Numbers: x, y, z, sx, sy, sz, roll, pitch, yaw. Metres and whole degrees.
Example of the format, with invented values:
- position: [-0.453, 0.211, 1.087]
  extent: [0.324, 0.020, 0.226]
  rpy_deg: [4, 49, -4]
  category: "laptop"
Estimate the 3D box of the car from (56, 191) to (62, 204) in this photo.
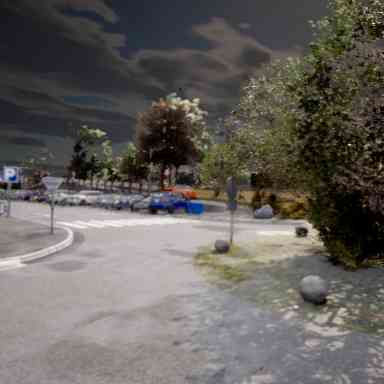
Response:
- position: [-16.291, 1.118, 47.390]
  extent: [2.163, 1.488, 4.792]
  rpy_deg: [2, -1, 27]
  category: "car"

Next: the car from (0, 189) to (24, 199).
- position: [-40.874, 0.485, 74.037]
  extent: [2.435, 2.045, 5.566]
  rpy_deg: [2, -1, 27]
  category: "car"

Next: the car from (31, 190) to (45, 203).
- position: [-22.439, 0.750, 54.057]
  extent: [2.435, 2.045, 5.566]
  rpy_deg: [2, -1, 27]
  category: "car"

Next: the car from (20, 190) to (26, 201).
- position: [-26.508, 0.693, 58.551]
  extent: [2.435, 2.045, 5.566]
  rpy_deg: [1, -1, 27]
  category: "car"

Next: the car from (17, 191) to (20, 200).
- position: [-28.596, 0.943, 60.712]
  extent: [2.163, 1.488, 4.792]
  rpy_deg: [2, -1, 27]
  category: "car"

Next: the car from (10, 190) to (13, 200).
- position: [-32.703, 0.729, 65.157]
  extent: [2.185, 1.767, 4.553]
  rpy_deg: [1, -1, 27]
  category: "car"

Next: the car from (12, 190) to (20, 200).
- position: [-30.642, 0.759, 62.937]
  extent: [2.185, 1.767, 4.553]
  rpy_deg: [1, -1, 27]
  category: "car"

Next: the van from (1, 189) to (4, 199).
- position: [-36.722, 0.574, 69.730]
  extent: [1.878, 1.987, 4.442]
  rpy_deg: [1, -1, 27]
  category: "van"

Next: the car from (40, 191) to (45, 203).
- position: [-20.393, 1.031, 51.856]
  extent: [2.231, 1.521, 4.892]
  rpy_deg: [1, -1, 27]
  category: "car"

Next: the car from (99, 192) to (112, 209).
- position: [-8.054, 1.081, 38.567]
  extent: [2.185, 1.767, 4.553]
  rpy_deg: [2, -1, 27]
  category: "car"

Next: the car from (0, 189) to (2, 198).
- position: [-38.804, 0.642, 71.869]
  extent: [2.185, 1.767, 4.553]
  rpy_deg: [2, -1, 27]
  category: "car"

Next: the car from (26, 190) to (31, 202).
- position: [-24.561, 0.964, 56.133]
  extent: [1.946, 1.575, 5.366]
  rpy_deg: [2, -1, 27]
  category: "car"

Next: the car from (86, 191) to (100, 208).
- position: [-10.112, 1.051, 40.787]
  extent: [2.185, 1.767, 4.553]
  rpy_deg: [2, -1, 27]
  category: "car"

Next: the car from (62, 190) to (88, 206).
- position: [-14.228, 0.866, 45.176]
  extent: [2.435, 2.045, 5.566]
  rpy_deg: [2, -1, 27]
  category: "car"

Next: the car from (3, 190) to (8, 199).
- position: [-34.723, 0.828, 67.405]
  extent: [2.231, 1.521, 4.892]
  rpy_deg: [2, -1, 27]
  category: "car"

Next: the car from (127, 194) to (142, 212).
- position: [-3.970, 1.265, 34.102]
  extent: [2.231, 1.521, 4.892]
  rpy_deg: [2, -1, 27]
  category: "car"

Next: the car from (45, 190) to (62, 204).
- position: [-18.304, 0.810, 49.670]
  extent: [2.435, 2.045, 5.566]
  rpy_deg: [1, -1, 27]
  category: "car"

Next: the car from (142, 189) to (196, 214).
- position: [-1.913, 1.042, 31.910]
  extent: [2.435, 2.045, 5.566]
  rpy_deg: [1, -1, 27]
  category: "car"

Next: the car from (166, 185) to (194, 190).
- position: [-1.589, -0.134, 41.685]
  extent: [2.097, 1.767, 4.553]
  rpy_deg: [2, 3, -42]
  category: "car"

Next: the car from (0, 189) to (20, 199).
- position: [-42.920, 0.456, 76.313]
  extent: [2.435, 2.045, 5.566]
  rpy_deg: [1, -1, 27]
  category: "car"

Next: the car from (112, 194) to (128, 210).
- position: [-6.037, 1.108, 36.294]
  extent: [2.185, 1.767, 4.553]
  rpy_deg: [1, -1, 27]
  category: "car"
